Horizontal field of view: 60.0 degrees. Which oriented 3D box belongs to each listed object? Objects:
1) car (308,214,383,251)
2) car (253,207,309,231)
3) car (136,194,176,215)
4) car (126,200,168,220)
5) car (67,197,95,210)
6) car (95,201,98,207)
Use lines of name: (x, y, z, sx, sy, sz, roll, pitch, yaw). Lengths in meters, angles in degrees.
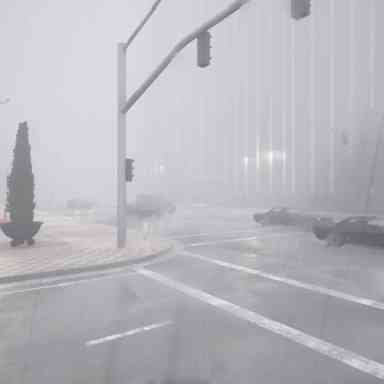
car: (7.171, 1.601, 12.677, 1.895, 1.301, 4.718, 0, 0, -36)
car: (6.182, 1.601, 20.581, 1.895, 1.301, 4.718, 0, 0, -42)
car: (-3.849, 1.222, 33.755, 2.150, 2.045, 5.566, 0, 0, -36)
car: (-4.300, 1.601, 28.404, 1.895, 1.301, 4.718, 0, 0, -36)
car: (-14.467, 1.478, 42.500, 1.882, 1.535, 5.008, 0, 0, -36)
car: (-15.839, 1.525, 50.446, 1.812, 1.442, 4.674, 0, 0, -35)
